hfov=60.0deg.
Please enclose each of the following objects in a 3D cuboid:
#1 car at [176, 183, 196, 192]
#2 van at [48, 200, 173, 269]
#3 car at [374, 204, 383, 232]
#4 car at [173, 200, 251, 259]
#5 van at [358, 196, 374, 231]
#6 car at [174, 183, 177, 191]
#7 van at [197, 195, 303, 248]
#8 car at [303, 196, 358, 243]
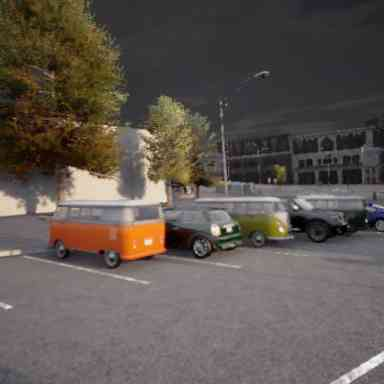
[{"bbox_3d":[-0.694,-0.756,63.011,2.163,1.488,4.792,1,6,17],"label":"car"},{"bbox_3d":[-3.034,1.256,11.136,4.442,1.987,1.878,-1,0,36],"label":"van"},{"bbox_3d":[9.535,1.401,19.411,5.008,1.535,2.097,-1,0,36],"label":"car"},{"bbox_3d":[-0.418,1.338,12.723,4.553,1.767,2.185,-1,0,36],"label":"car"},{"bbox_3d":[6.942,1.193,17.816,4.442,1.987,1.878,-1,0,36],"label":"van"},{"bbox_3d":[-3.068,-0.915,64.783,2.231,1.521,4.892,1,6,16],"label":"car"},{"bbox_3d":[2.149,1.221,14.349,4.442,1.987,1.878,-1,-1,36],"label":"van"},{"bbox_3d":[4.571,1.181,16.069,5.566,2.045,2.435,-1,-1,36],"label":"car"}]
